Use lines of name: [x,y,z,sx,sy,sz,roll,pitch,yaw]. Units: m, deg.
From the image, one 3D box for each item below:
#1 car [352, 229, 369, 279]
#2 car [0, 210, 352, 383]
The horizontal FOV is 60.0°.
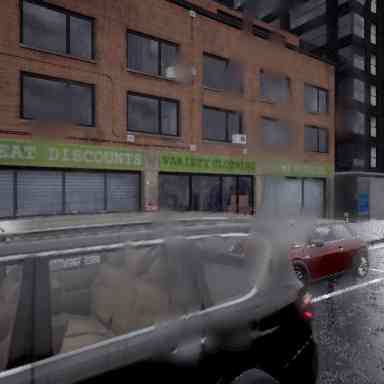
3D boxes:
car: [2.644,1.440,8.421,4.097,1.590,1.967,0,0,-36]
car: [-1.426,1.221,2.360,5.566,2.045,2.150,0,0,-36]
